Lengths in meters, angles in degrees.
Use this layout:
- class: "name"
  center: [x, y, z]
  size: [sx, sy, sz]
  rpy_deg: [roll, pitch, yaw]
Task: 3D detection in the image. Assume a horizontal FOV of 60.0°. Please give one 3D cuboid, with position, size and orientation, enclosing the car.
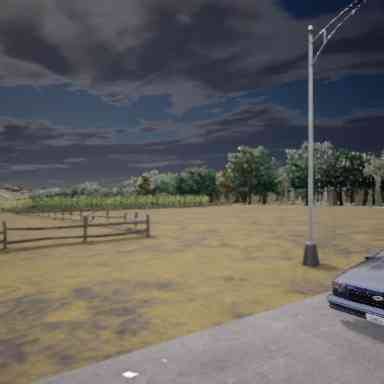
- class: "car"
  center: [4.956, 1.535, 6.567]
  size: [5.357, 1.411, 2.033]
  rpy_deg: [0, 0, -35]
